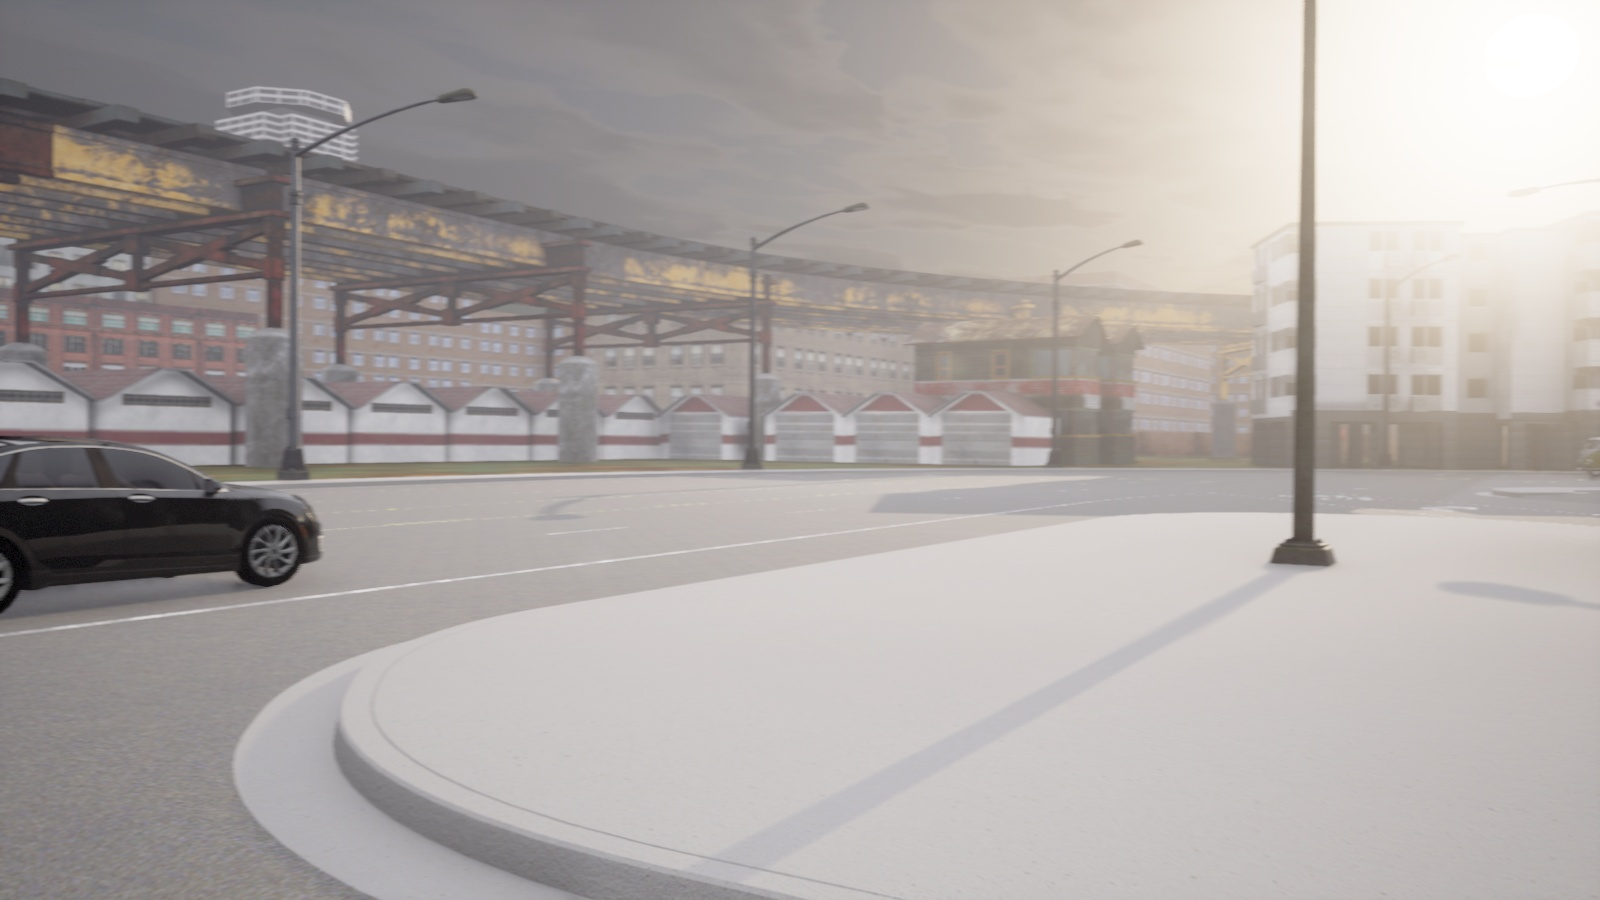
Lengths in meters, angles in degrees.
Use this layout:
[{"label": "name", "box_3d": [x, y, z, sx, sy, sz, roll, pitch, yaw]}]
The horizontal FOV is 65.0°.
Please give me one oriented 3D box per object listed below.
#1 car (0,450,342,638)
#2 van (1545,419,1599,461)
[{"label": "car", "box_3d": [-6.845, 0.784, 11.710, 1.837, 1.490, 4.892, -1, 0, 27]}, {"label": "van", "box_3d": [39.520, -0.508, 61.951, 4.442, 1.987, 1.775, -1, 0, 8]}]
